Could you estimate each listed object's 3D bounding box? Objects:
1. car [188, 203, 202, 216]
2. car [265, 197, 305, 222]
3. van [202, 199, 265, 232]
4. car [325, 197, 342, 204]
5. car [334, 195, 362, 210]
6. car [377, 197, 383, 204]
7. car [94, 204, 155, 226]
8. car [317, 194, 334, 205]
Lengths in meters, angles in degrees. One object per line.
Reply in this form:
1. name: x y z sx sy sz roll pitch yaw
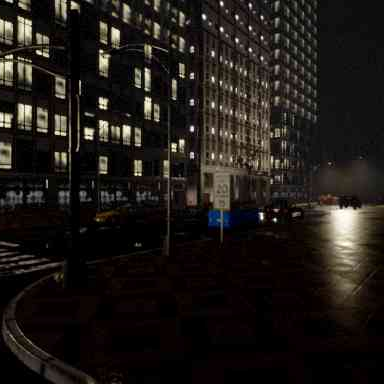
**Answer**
1. car: 1.362 1.603 31.689 1.802 1.307 4.206 0 0 38
2. car: 7.603 1.472 26.877 1.967 1.590 4.097 0 0 38
3. van: 2.636 1.368 20.252 1.690 1.788 3.998 0 0 38
4. car: 28.538 1.624 66.940 2.008 1.369 4.403 0 0 38
5. car: 21.191 1.368 44.503 2.192 1.841 5.009 0 0 38
6. car: 38.174 1.658 66.534 1.947 1.339 4.313 0 0 38
7. car: -4.751 1.540 23.971 1.752 1.417 4.829 0 0 38
8. car: 25.141 1.380 62.535 2.192 1.841 5.009 0 0 38
